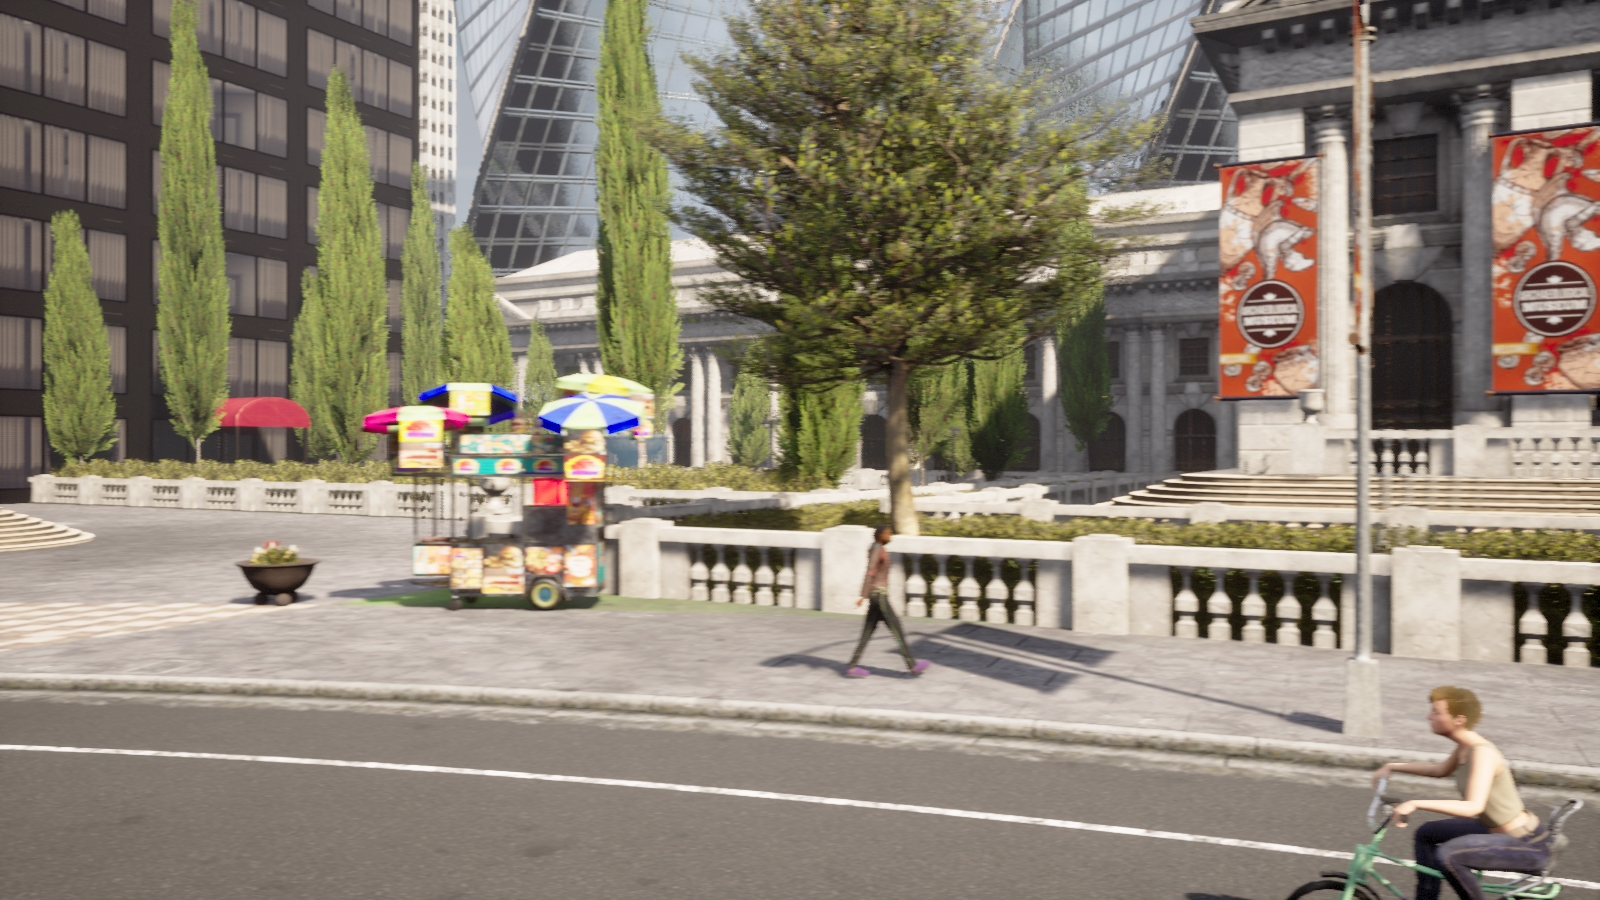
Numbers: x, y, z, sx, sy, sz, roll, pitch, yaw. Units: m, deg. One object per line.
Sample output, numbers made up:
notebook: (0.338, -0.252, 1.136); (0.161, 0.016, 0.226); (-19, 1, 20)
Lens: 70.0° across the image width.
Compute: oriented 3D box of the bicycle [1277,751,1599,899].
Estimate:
bicycle: (3.250, 2.253, 5.831); (1.487, 1.080, 0.859); (0, 0, 21)

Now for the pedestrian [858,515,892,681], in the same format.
pedestrian: (0.864, 1.691, 13.172); (0.375, 1.860, 0.375); (0, 0, 1)
